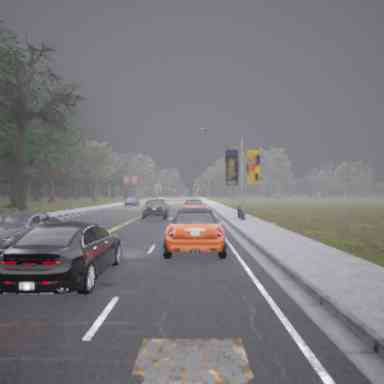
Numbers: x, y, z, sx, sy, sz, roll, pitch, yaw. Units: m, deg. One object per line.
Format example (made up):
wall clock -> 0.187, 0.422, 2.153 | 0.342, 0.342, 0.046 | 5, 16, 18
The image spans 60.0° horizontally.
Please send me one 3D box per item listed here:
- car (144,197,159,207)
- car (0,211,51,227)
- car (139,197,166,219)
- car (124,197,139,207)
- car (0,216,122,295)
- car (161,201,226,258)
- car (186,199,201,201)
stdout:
car -> -6.517, 1.617, 54.178 | 1.882, 1.535, 5.008 | 0, 0, 1
car -> -6.591, 1.528, 12.675 | 2.128, 1.511, 4.902 | 0, 0, 0
car -> -3.129, 1.434, 29.808 | 2.097, 1.767, 4.553 | 0, 0, 0
car -> -9.767, 1.617, 54.179 | 1.882, 1.535, 5.008 | 0, 0, 1
car -> -3.147, 1.532, 8.761 | 1.837, 1.490, 4.892 | 0, 0, 0
car -> 0.110, 1.388, 13.071 | 2.097, 1.767, 4.553 | 0, 0, 0
car -> 0.122, 1.434, 29.807 | 2.097, 1.767, 4.553 | 0, 0, 0
